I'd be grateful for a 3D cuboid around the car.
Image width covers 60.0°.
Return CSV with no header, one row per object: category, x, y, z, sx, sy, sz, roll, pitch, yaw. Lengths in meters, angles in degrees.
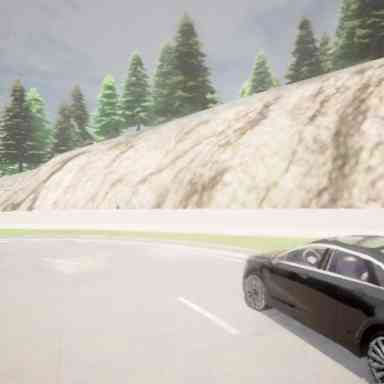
car,2.465,1.403,5.037,2.128,1.511,4.902,-2,0,-18
